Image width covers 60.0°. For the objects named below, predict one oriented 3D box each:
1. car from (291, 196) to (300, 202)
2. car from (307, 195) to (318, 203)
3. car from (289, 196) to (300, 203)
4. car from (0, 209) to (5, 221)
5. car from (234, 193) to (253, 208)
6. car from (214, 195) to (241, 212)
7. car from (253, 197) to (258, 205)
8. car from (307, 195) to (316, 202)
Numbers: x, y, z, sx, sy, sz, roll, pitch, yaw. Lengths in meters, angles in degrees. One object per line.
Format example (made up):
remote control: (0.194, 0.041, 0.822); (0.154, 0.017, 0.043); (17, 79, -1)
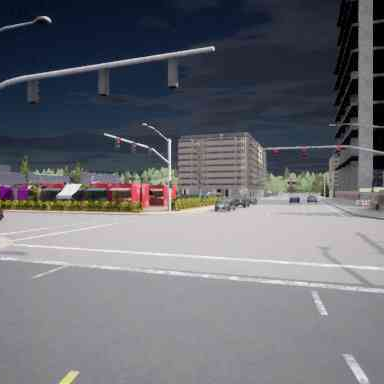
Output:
car: (24.411, 1.553, 78.421); (1.994, 1.385, 4.181); (0, 0, 18)
car: (24.573, 1.541, 67.778); (2.033, 1.411, 5.357); (0, 0, 18)
car: (20.465, 1.478, 66.258); (1.882, 1.535, 5.008); (0, 0, 18)
car: (-17.102, 1.533, 26.147); (5.008, 1.535, 1.882); (0, 0, 19)
car: (7.157, 1.221, 49.079); (2.150, 2.045, 5.566); (0, 0, 18)
car: (4.024, 1.491, 39.686); (2.128, 1.511, 4.902); (0, 0, 18)
car: (10.359, 1.564, 58.613); (1.994, 1.385, 4.181); (0, 0, 19)
car: (27.840, 1.524, 77.641); (1.812, 1.442, 4.674); (0, 0, 18)
